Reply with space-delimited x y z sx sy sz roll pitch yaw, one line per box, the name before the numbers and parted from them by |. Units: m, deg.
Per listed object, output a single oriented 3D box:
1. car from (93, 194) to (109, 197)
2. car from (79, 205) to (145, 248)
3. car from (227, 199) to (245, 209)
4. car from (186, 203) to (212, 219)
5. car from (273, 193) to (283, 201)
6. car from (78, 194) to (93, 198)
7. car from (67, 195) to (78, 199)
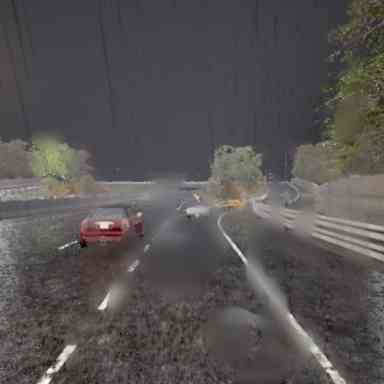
car | -21.012 1.364 78.381 2.097 1.767 4.553 0 0 0
car | -3.400 1.351 15.006 2.097 1.767 4.553 0 0 0
car | 6.983 1.906 52.596 1.882 1.535 5.008 0 -1 23
car | 0.737 1.602 29.487 1.895 1.301 4.718 0 0 7
car | 22.682 1.556 87.869 2.150 2.045 5.566 0 3 20
car | -24.512 1.364 78.380 2.097 1.767 4.553 0 0 0
car | -28.012 1.533 78.350 1.812 1.442 4.674 0 0 0
